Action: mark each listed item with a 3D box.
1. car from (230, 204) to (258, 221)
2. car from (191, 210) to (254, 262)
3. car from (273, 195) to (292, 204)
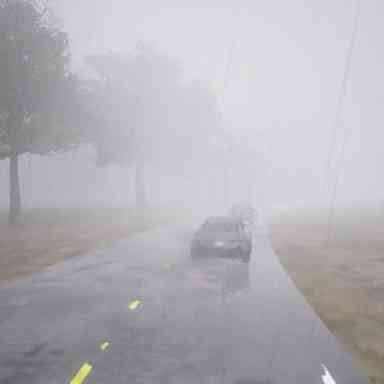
[{"bbox_3d":[3.753,1.571,24.551,2.033,1.411,5.357,0,0,17],"label":"car"},{"bbox_3d":[1.191,1.583,12.354,1.994,1.385,4.181,0,0,10],"label":"car"},{"bbox_3d":[15.367,1.224,56.102,1.837,1.490,4.892,-1,1,35],"label":"car"}]
